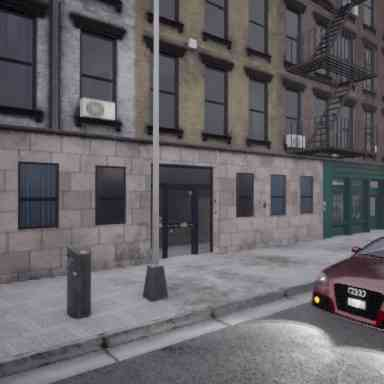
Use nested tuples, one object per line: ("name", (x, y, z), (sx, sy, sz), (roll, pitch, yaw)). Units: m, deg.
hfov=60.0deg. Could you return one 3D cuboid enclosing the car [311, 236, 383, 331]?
("car", (4.202, 1.563, 6.373), (4.181, 1.385, 1.994), (0, 0, -35))
